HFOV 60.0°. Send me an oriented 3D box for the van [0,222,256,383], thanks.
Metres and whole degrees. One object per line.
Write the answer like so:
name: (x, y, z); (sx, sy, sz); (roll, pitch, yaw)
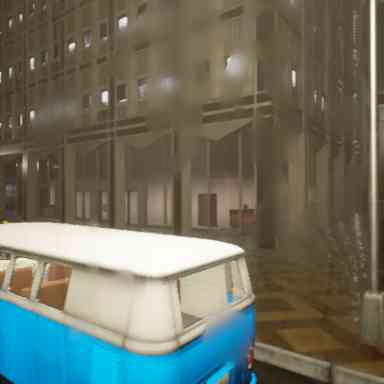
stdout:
van: (-1.273, 1.320, 3.795); (3.998, 1.788, 1.690); (0, 0, 35)
